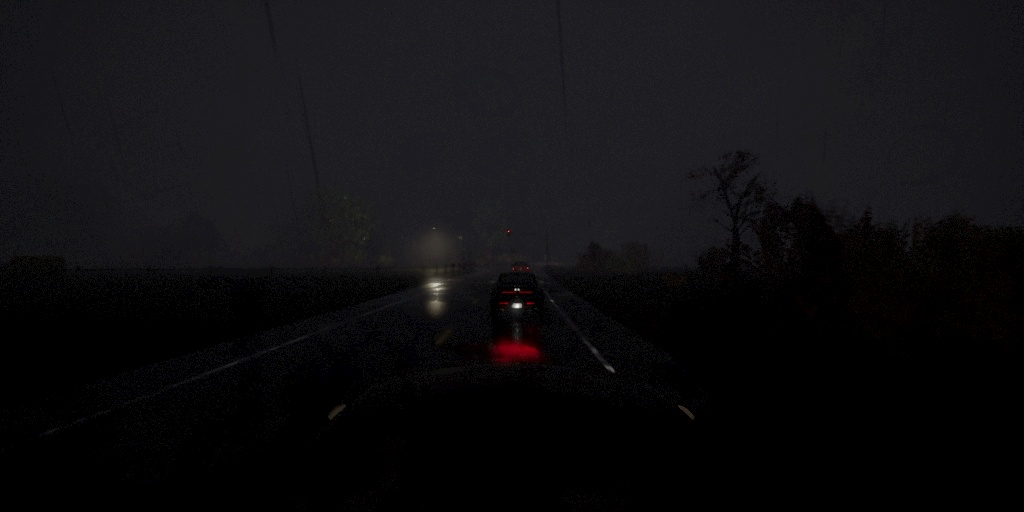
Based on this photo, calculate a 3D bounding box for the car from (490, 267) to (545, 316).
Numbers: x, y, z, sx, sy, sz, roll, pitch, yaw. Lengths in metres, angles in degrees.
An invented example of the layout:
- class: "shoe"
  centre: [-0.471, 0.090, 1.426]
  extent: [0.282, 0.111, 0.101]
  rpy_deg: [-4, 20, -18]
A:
- class: "car"
  centre: [0.199, 1.334, 13.710]
  extent: [1.837, 1.490, 4.892]
  rpy_deg: [0, 0, 1]

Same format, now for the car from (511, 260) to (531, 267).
- class: "car"
  centre: [0.975, 1.345, 39.703]
  extent: [2.097, 1.767, 4.553]
  rpy_deg: [0, 0, 3]
